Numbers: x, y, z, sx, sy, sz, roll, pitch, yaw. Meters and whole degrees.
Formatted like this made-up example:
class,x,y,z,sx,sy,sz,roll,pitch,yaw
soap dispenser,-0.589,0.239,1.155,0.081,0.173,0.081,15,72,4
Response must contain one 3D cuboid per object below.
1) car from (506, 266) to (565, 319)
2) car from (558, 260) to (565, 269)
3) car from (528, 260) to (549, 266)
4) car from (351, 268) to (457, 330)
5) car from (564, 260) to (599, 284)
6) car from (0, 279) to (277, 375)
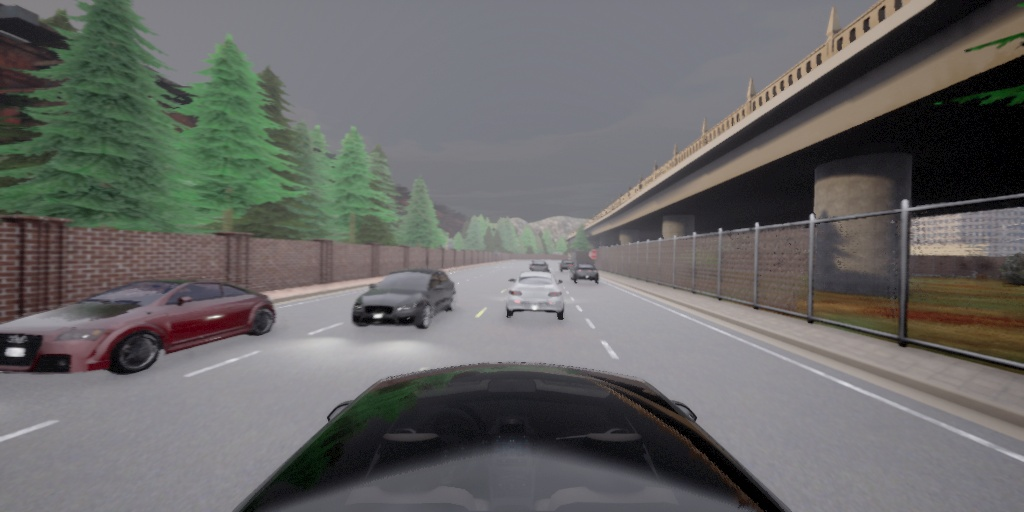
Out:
class,x,y,z,sx,sy,sz,roll,pitch,yaw
car,0.838,1.257,12.756,1.812,1.442,4.674,1,0,4
car,6.924,1.259,45.358,1.837,1.490,4.892,1,0,4
car,2.624,1.188,35.300,2.128,1.511,4.902,1,0,4
car,-2.991,1.162,10.947,1.837,1.490,4.892,1,0,5
car,5.552,1.273,27.912,2.128,1.511,4.902,1,0,4
car,-6.807,1.155,7.009,1.994,1.385,4.181,1,0,4
